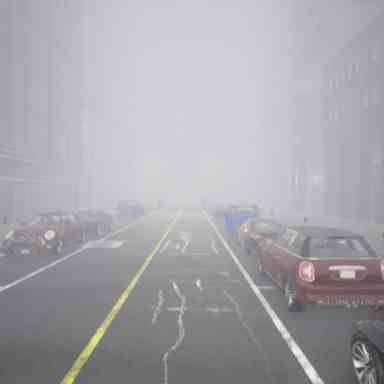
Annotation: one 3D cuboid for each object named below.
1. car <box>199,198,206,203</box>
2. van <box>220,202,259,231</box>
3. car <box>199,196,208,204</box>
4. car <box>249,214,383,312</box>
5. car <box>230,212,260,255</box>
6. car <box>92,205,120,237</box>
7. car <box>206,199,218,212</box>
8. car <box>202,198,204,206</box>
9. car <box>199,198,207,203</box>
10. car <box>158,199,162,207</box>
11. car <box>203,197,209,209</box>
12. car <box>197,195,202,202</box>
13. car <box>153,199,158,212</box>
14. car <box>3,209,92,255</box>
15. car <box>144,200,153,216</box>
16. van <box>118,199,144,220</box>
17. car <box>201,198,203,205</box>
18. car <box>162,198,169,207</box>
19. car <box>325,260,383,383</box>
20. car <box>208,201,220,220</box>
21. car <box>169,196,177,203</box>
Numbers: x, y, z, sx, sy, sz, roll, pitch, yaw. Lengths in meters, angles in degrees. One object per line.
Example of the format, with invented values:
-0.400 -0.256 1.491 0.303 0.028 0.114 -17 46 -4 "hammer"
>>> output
2.865 2.242 91.868 2.008 1.369 4.403 0 0 0 "car"
2.781 1.484 19.048 1.690 1.788 3.998 0 0 0 "van"
2.833 2.023 63.860 1.887 1.381 4.507 0 0 0 "car"
2.768 1.500 7.844 1.967 1.590 4.097 0 0 0 "car"
2.775 1.683 13.445 1.802 1.307 4.206 0 0 0 "car"
-5.744 1.688 19.046 1.887 1.381 4.507 0 0 0 "car"
2.801 1.813 35.852 1.887 1.381 4.507 0 0 0 "car"
2.814 1.879 47.225 1.752 1.417 4.829 0 0 0 "car"
2.859 2.215 86.266 1.947 1.339 4.313 0 0 0 "car"
-5.712 1.876 46.887 1.752 1.417 4.829 0 0 0 "car"
2.807 1.750 41.454 1.967 1.590 4.097 0 0 0 "car"
2.845 1.878 75.065 2.192 1.841 5.009 0 0 0 "car"
-5.718 1.855 41.454 1.887 1.381 4.507 0 0 0 "car"
-5.751 1.541 13.445 1.967 1.590 4.097 0 0 0 "car"
-5.725 1.813 35.853 1.887 1.381 4.507 0 0 0 "car"
-5.732 1.568 30.253 1.690 1.788 3.998 0 0 0 "van"
2.820 1.976 52.656 1.802 1.307 4.206 0 0 0 "car"
-5.699 1.876 58.262 1.967 1.590 4.097 0 0 0 "car"
2.762 1.584 2.242 1.947 1.339 4.313 0 0 0 "car"
2.794 1.771 30.249 1.887 1.381 4.507 0 0 0 "car"
-5.666 2.193 86.270 1.887 1.381 4.507 0 0 0 "car"
